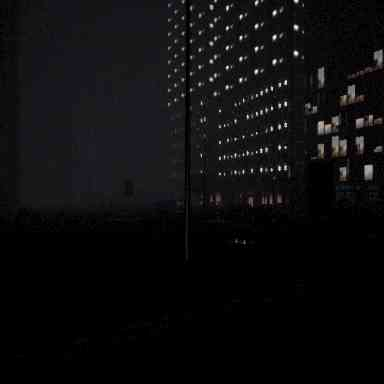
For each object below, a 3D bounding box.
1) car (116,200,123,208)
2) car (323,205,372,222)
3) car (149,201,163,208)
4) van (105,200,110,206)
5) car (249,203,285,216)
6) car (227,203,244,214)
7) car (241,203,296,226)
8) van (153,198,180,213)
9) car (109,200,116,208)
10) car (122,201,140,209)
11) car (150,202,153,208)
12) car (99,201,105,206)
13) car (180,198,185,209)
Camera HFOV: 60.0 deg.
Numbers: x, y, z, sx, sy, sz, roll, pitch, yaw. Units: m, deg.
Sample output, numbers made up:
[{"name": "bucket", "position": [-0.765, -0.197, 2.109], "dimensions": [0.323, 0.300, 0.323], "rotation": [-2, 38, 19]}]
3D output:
[{"name": "car", "position": [-13.259, 2.602, 66.321], "dimensions": [1.752, 1.417, 4.829], "rotation": [-1, -1, -26]}, {"name": "car", "position": [13.704, 1.854, 29.544], "dimensions": [2.008, 1.369, 4.403], "rotation": [-1, -1, -26]}, {"name": "car", "position": [-8.213, 2.809, 75.171], "dimensions": [1.802, 1.307, 4.206], "rotation": [-1, -1, -26]}, {"name": "van", "position": [-18.206, 2.635, 76.615], "dimensions": [1.690, 1.788, 3.998], "rotation": [-1, -1, -26]}, {"name": "car", "position": [8.834, 2.068, 39.684], "dimensions": [1.947, 1.339, 4.313], "rotation": [-1, -1, -26]}, {"name": "car", "position": [6.398, 2.169, 44.754], "dimensions": [1.947, 1.339, 4.313], "rotation": [-1, -1, -26]}, {"name": "car", "position": [6.150, 1.814, 25.916], "dimensions": [2.008, 1.369, 4.403], "rotation": [-1, -1, -26]}, {"name": "van", "position": [-3.595, 2.005, 46.198], "dimensions": [1.690, 1.788, 3.998], "rotation": [-1, -1, -26]}, {"name": "car", "position": [-15.768, 2.731, 71.544], "dimensions": [1.887, 1.381, 4.507], "rotation": [-1, -1, -26]}, {"name": "car", "position": [-10.897, 2.526, 61.404], "dimensions": [2.008, 1.369, 4.403], "rotation": [-1, -1, -26]}, {"name": "car", "position": [-7.023, 2.539, 66.729], "dimensions": [1.882, 1.535, 5.008], "rotation": [0, -1, -26]}, {"name": "car", "position": [-23.073, 3.053, 86.751], "dimensions": [1.887, 1.381, 4.507], "rotation": [-1, -1, -26]}, {"name": "car", "position": [-2.475, 2.087, 57.263], "dimensions": [2.150, 2.045, 5.566], "rotation": [0, -1, -25]}]
